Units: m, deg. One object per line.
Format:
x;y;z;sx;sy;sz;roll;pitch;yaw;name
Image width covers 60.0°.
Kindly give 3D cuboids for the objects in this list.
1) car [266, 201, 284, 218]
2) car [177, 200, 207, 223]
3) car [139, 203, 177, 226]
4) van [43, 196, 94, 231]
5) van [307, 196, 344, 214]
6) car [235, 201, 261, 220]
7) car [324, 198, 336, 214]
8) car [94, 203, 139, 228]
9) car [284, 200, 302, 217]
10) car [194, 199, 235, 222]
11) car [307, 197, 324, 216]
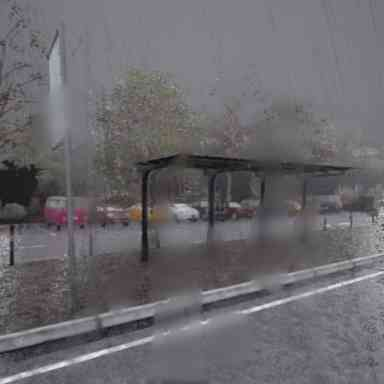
5.546;1.577;30.665;2.231;1.521;4.892;0;0;-36;car
-1.230;1.581;25.826;2.002;1.452;4.674;0;0;-36;car
-3.486;1.529;24.210;2.097;1.535;5.008;0;0;-36;car
-8.073;1.282;21.081;1.878;1.987;4.442;0;0;-36;van
14.642;1.401;37.030;1.878;1.987;4.442;0;0;-36;van
3.282;1.564;29.061;2.097;1.535;5.008;0;0;-36;car
12.299;1.643;35.536;2.163;1.488;4.792;0;0;-36;car
-5.747;1.558;22.596;2.002;1.452;4.674;0;0;-36;car
7.783;1.618;32.307;2.163;1.488;4.792;0;0;-36;car
1.009;1.427;27.468;2.185;1.767;4.553;0;0;-36;car
10.165;1.598;33.746;1.946;1.575;5.366;0;0;-36;car
